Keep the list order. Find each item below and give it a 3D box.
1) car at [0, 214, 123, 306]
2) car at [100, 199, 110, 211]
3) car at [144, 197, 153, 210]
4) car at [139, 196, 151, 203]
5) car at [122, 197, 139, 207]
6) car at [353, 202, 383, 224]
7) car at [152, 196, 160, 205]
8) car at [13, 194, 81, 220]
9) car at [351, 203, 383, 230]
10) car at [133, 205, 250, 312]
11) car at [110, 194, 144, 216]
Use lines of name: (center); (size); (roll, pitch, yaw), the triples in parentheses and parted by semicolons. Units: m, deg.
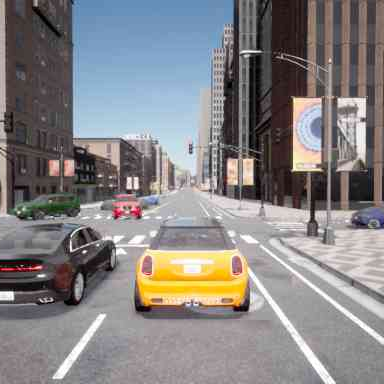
car: (-3.155, 1.504, 8.023); (1.837, 1.490, 4.892); (0, 0, 0)
car: (-9.854, 1.582, 40.913); (1.994, 1.385, 4.181); (0, 0, 0)
car: (-6.603, 1.585, 42.535); (1.994, 1.385, 4.181); (0, 0, 0)
car: (-9.759, 1.617, 69.323); (1.895, 1.301, 4.718); (0, 0, 0)
car: (-9.847, 1.590, 53.886); (1.994, 1.385, 4.181); (0, 0, 0)
car: (13.982, 1.470, 23.549); (4.181, 1.385, 1.994); (0, 1, 0)
car: (-6.594, 1.506, 56.246); (1.882, 1.535, 5.008); (0, 1, 0)
car: (-11.848, 1.231, 27.754); (2.150, 2.045, 5.566); (1, 0, 29)
car: (12.073, 1.531, 20.400); (4.181, 1.385, 1.994); (0, 1, 0)
car: (0.009, 1.351, 7.878); (2.097, 1.767, 4.553); (0, 0, 0)
car: (-5.680, 1.233, 28.541); (2.150, 2.045, 5.566); (0, 0, -14)
